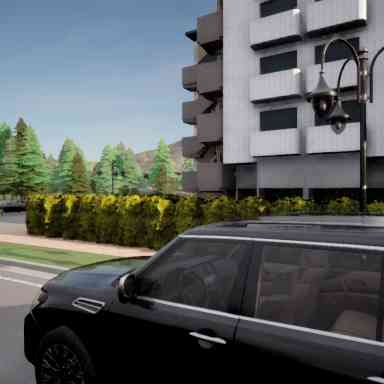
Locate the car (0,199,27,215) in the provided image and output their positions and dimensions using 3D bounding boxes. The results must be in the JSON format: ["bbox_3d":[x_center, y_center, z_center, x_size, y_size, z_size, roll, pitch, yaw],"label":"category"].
[{"bbox_3d":[-18.133,1.491,33.490,2.128,1.511,4.902,0,0,33],"label":"car"}]

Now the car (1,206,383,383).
[{"bbox_3d":[0.773,1.221,3.121,5.566,2.045,2.150,0,0,34],"label":"car"}]
